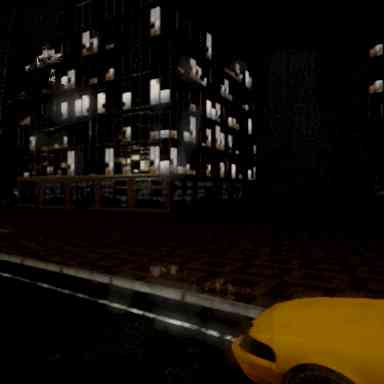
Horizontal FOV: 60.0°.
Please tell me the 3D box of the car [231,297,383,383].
[{"bbox_3d":[2.939,1.463,2.673,5.366,1.575,1.801,0,0,35],"label":"car"}]
